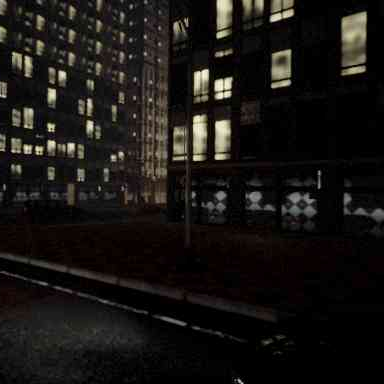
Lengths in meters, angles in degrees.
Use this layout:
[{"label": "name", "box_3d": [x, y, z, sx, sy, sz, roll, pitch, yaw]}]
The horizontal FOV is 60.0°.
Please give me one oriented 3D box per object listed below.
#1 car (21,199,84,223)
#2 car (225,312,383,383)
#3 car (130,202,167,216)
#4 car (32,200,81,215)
[{"label": "car", "box_3d": [-11.472, 1.529, 27.643, 2.192, 1.841, 5.009, 1, 0, 36]}, {"label": "car", "box_3d": [2.487, 1.492, 1.909, 4.902, 1.511, 2.128, 0, 0, 35]}, {"label": "car", "box_3d": [-4.669, 1.840, 36.850, 1.752, 1.417, 4.829, 1, 0, 36]}, {"label": "car", "box_3d": [-14.964, 1.655, 37.019, 1.752, 1.417, 4.829, 1, 0, 36]}]
